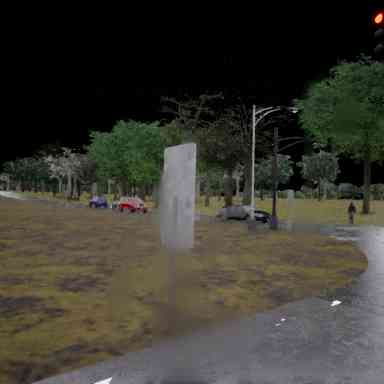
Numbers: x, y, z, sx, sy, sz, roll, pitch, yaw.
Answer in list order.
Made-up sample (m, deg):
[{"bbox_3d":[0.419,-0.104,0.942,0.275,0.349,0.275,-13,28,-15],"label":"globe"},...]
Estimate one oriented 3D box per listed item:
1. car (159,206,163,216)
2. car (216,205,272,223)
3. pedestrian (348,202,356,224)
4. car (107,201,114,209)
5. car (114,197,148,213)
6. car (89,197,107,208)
[{"bbox_3d":[-1.853,1.928,35.875,1.994,1.385,4.181,3,-2,-37],"label":"car"},{"bbox_3d":[4.278,1.786,27.377,2.033,1.411,5.357,3,-2,-36],"label":"car"},{"bbox_3d":[13.340,1.718,27.808,0.375,1.860,0.375,2,-1,-36],"label":"pedestrian"},{"bbox_3d":[-12.295,2.189,56.733,1.837,1.490,4.892,3,-2,-36],"label":"car"},{"bbox_3d":[-7.953,1.681,44.416,2.150,2.045,5.566,3,-2,-35],"label":"car"},{"bbox_3d":[-18.385,1.964,65.212,2.150,2.045,5.566,3,-2,-36],"label":"car"}]
